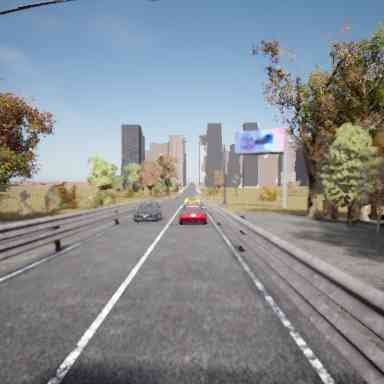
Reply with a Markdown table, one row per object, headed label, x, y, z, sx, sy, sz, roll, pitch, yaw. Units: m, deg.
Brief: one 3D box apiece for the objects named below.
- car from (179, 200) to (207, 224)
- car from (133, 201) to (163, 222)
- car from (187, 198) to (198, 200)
| label | x | y | z | sx | sy | sz | roll | pitch | yaw |
| --- | --- | --- | --- | --- | --- | --- | --- | --- | --- |
| car | 0.082 | 1.555 | 24.830 | 1.994 | 1.385 | 4.181 | 0 | 0 | 0 |
| car | -3.365 | 1.496 | 26.036 | 1.837 | 1.490 | 4.892 | 0 | 0 | 0 |
| car | 0.059 | 1.463 | 42.587 | 1.882 | 1.535 | 5.008 | 0 | 0 | 0 |
